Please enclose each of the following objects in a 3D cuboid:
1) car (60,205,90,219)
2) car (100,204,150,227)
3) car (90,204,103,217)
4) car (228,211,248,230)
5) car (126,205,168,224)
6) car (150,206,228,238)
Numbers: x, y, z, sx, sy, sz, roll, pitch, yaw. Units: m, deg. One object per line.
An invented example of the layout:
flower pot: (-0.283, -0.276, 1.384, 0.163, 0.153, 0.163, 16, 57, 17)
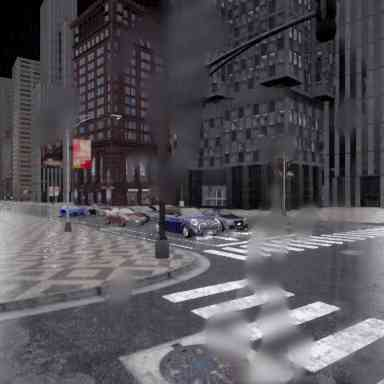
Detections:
car: (-13.918, 2.204, 38.662, 1.882, 1.535, 5.008, 0, -1, -35)
car: (-5.458, 1.976, 26.863, 1.812, 1.442, 4.674, 0, -1, -36)
car: (-11.224, 2.211, 40.477, 2.128, 1.511, 4.902, 0, -1, -36)
car: (1.767, 1.861, 22.370, 1.994, 1.385, 4.181, 0, -1, -36)
car: (-4.251, 1.996, 30.752, 1.837, 1.490, 4.892, 0, -1, -36)
car: (-0.306, 1.636, 19.650, 2.097, 1.767, 4.553, 0, -1, -35)
